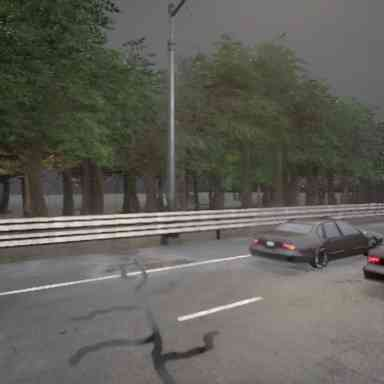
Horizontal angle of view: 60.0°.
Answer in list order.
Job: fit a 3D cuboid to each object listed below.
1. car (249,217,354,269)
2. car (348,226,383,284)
[{"bbox_3d":[4.319,1.551,11.133,5.357,1.411,2.033,0,0,-36],"label":"car"},{"bbox_3d":[6.367,1.551,8.294,5.357,1.411,2.033,0,0,-36],"label":"car"}]
